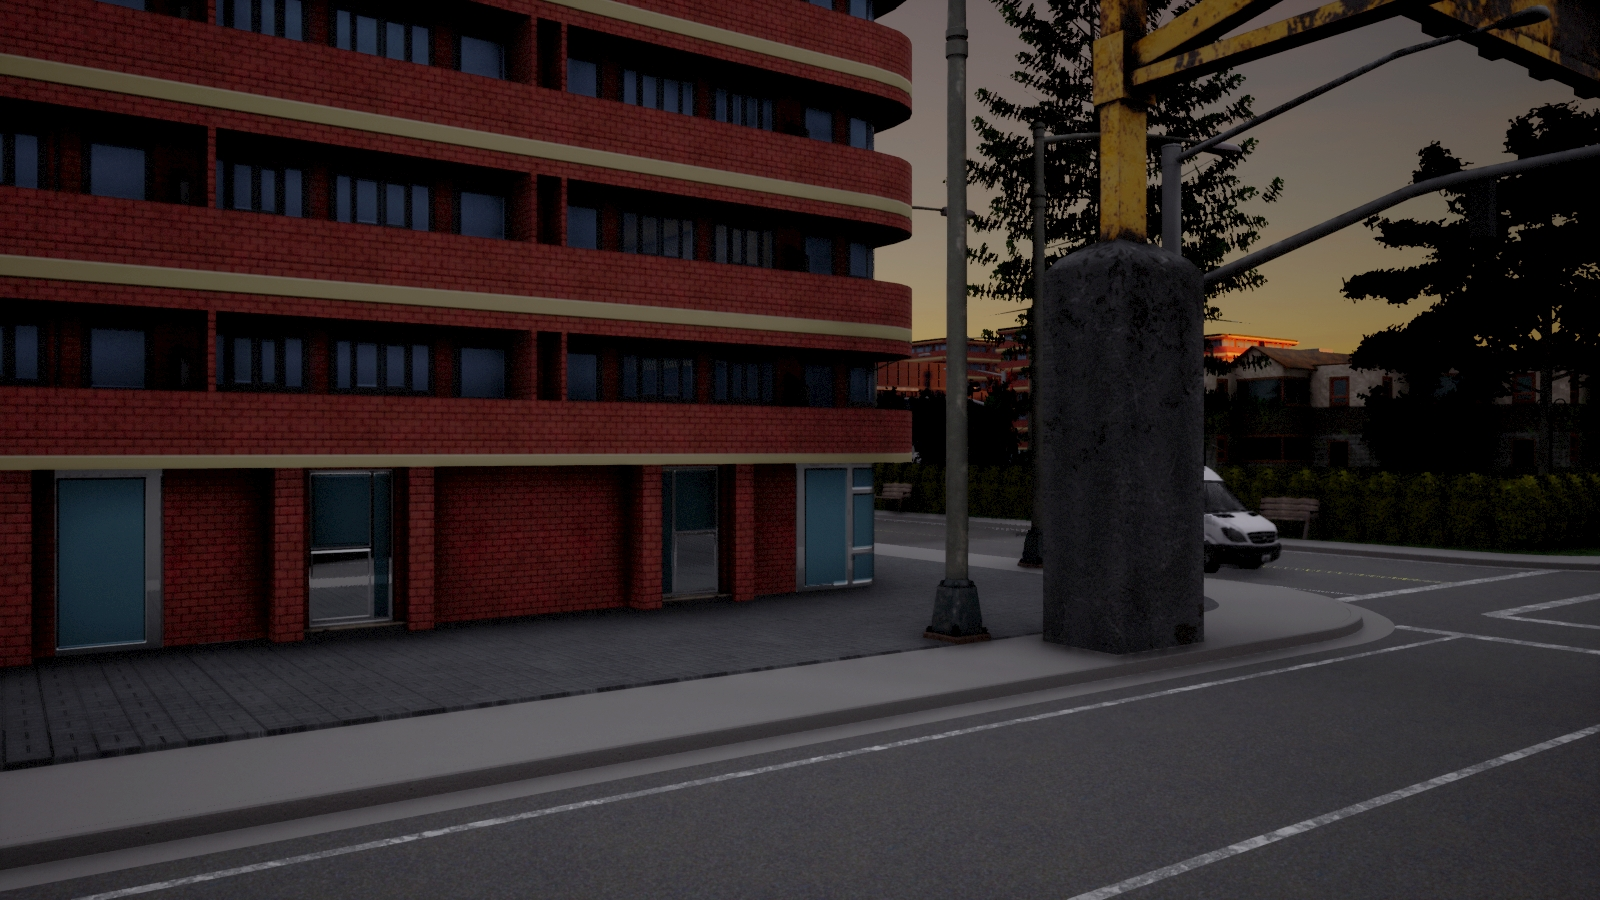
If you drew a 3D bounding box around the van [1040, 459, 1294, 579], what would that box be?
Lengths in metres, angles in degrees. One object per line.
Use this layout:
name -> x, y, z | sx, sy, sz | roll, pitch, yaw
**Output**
van -> 8.720, 1.525, 27.800 | 1.988, 2.561, 5.915 | 0, 0, -34
